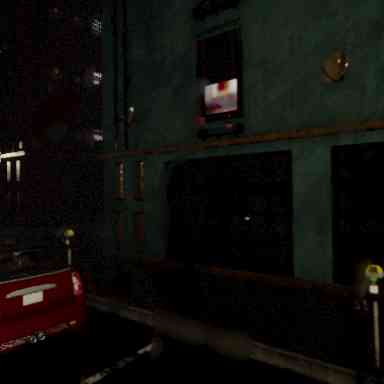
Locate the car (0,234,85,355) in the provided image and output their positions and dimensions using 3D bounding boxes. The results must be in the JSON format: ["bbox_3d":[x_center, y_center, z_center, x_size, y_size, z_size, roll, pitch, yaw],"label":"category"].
[{"bbox_3d":[-3.669,1.416,5.510,4.097,1.590,1.967,0,-1,36],"label":"car"}]
